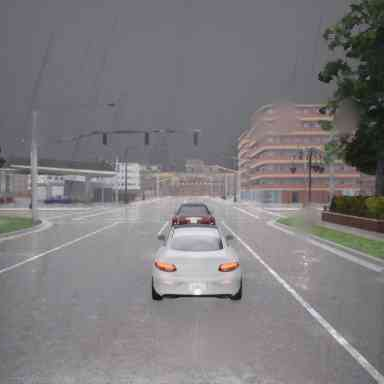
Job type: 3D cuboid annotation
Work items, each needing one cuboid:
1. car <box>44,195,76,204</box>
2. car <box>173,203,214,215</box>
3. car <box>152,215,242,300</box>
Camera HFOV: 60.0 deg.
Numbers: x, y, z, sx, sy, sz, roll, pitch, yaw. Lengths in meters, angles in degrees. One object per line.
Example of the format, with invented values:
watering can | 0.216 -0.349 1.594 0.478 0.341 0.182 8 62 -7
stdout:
car | -23.380 1.295 57.957 4.611 1.667 2.242 0 0 1
car | 0.081 1.352 17.225 2.097 1.767 4.553 0 0 0
car | 0.095 1.526 8.232 1.812 1.442 4.674 0 0 0
